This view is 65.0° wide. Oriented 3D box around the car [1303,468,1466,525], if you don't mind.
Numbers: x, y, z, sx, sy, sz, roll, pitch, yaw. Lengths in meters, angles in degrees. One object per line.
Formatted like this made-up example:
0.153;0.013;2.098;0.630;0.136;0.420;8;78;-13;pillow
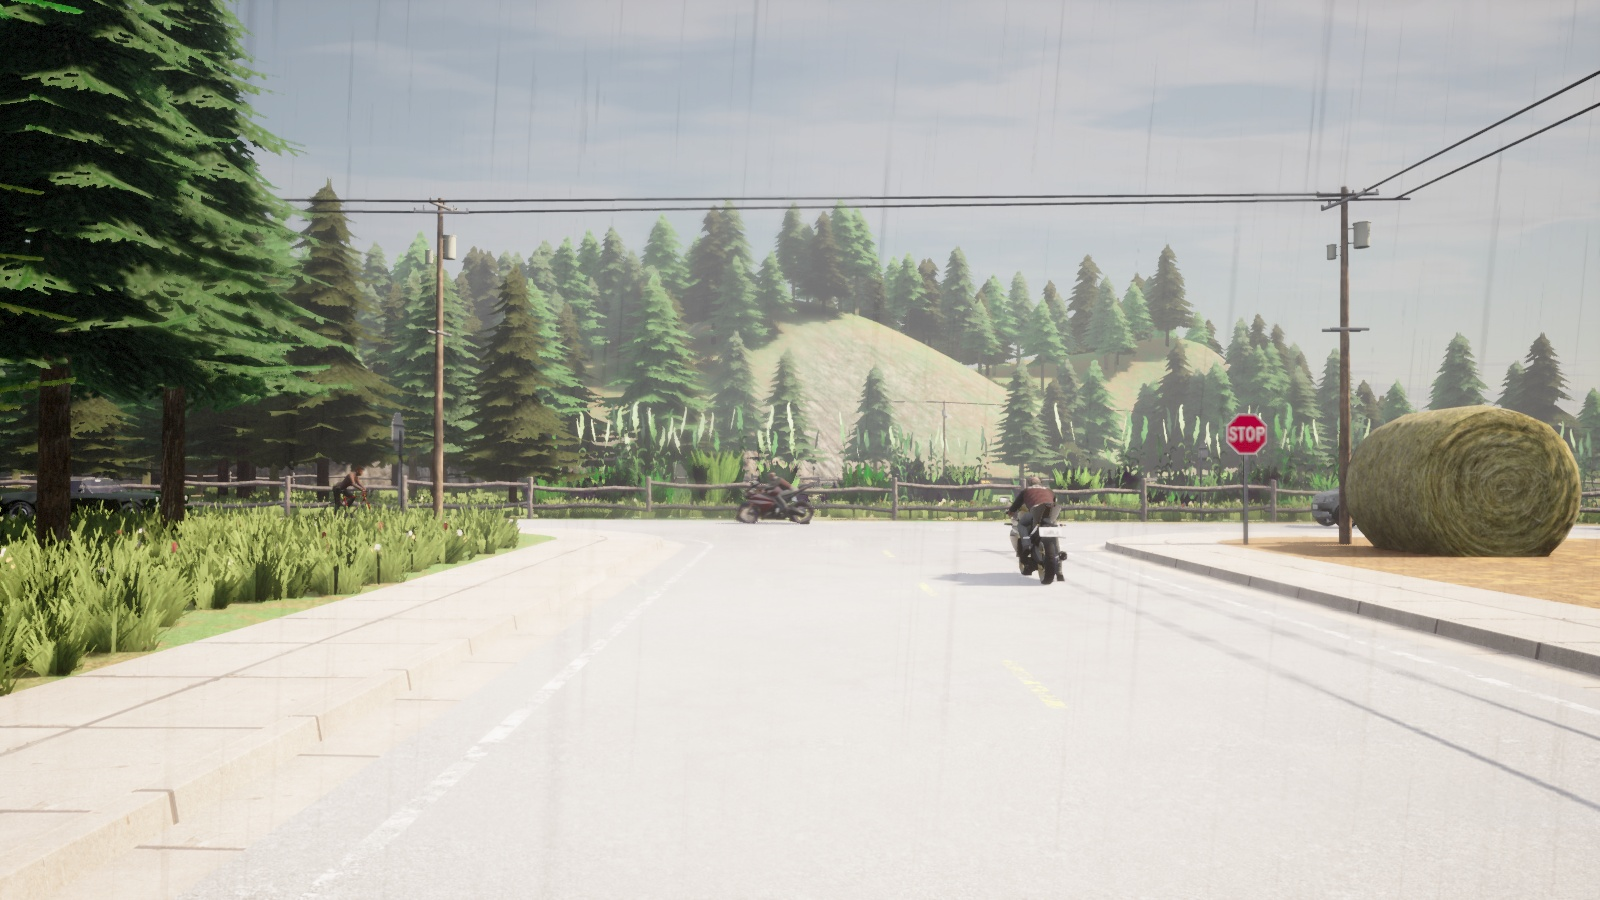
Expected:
16.323;1.283;35.205;3.705;1.549;1.789;0;-1;3;car

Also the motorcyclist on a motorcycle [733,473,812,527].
-0.780;1.423;35.987;2.191;1.530;0.866;0;-1;3;motorcyclist on a motorcycle

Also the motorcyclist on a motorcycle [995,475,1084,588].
3.450;1.143;18.311;0.866;1.530;2.191;0;-1;0;motorcyclist on a motorcycle

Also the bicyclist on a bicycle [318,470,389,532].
-11.723;1.332;32.986;1.656;1.620;0.582;0;-1;3;bicyclist on a bicycle

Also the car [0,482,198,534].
-18.776;1.513;33.294;4.718;1.301;1.895;0;-1;2;car
